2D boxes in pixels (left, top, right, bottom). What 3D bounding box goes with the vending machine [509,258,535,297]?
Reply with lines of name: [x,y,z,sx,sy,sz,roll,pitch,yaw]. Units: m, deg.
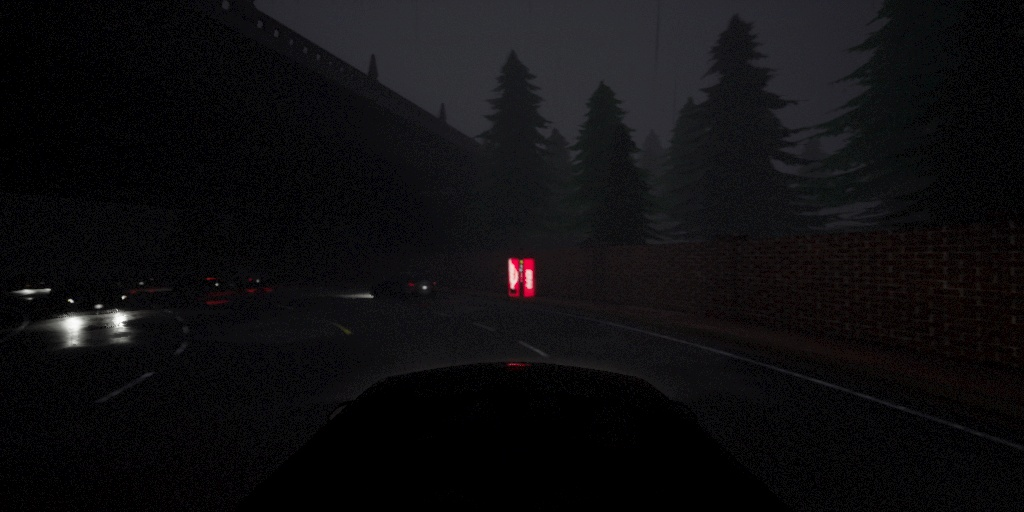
vending machine: [0.500,1.106,18.274,1.100,2.100,0.880,0,0,-42]

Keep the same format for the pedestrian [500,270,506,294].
pedestrian: [-0.459,1.352,19.310,0.375,1.300,0.375,0,-1,-43]

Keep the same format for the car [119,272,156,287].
car: [-32.648,1.992,30.542,4.718,1.301,1.895,-1,-1,24]

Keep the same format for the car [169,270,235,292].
car: [-22.597,1.742,25.871,4.892,1.490,1.837,-1,0,26]

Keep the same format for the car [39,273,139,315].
car: [-18.491,1.636,15.590,5.357,1.411,2.033,-1,-1,33]

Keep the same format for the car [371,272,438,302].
car: [-5.733,1.548,18.919,4.181,1.385,1.994,-1,-1,43]

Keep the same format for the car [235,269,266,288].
car: [-22.398,1.797,29.669,4.674,1.442,1.812,-1,-1,26]

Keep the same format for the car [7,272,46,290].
car: [-39.443,2.019,29.554,4.181,1.385,1.994,-1,-1,24]
